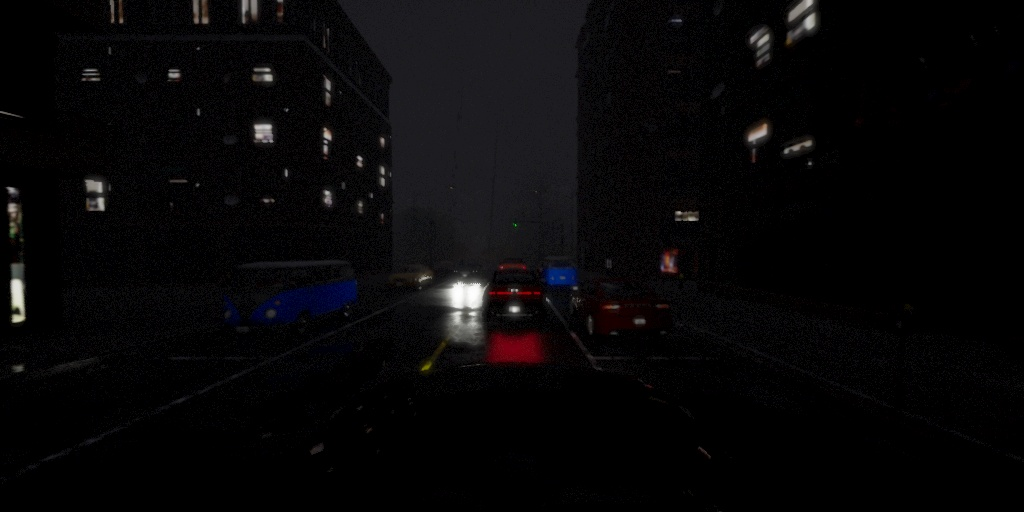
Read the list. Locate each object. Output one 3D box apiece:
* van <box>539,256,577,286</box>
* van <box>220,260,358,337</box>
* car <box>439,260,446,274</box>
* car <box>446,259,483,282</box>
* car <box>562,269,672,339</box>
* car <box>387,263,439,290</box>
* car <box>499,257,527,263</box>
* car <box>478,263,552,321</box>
[{"bbox_3d":[2.687,0.899,20.779,1.690,1.789,3.998,0,0,0],"label":"van"},{"bbox_3d":[-5.692,1.011,9.681,1.690,1.789,3.998,0,0,0],"label":"van"},{"bbox_3d":[-5.792,1.028,31.771,1.802,1.307,4.207,0,0,0],"label":"car"},{"bbox_3d":[-3.091,0.997,25.975,2.128,1.511,4.902,0,0,0],"label":"car"},{"bbox_3d":[2.688,1.215,9.731,1.888,1.381,4.507,0,0,0],"label":"car"},{"bbox_3d":[-5.694,1.084,20.559,1.751,1.417,4.829,0,0,0],"label":"car"},{"bbox_3d":[0.077,0.847,27.091,2.097,1.767,4.553,0,1,0],"label":"car"},{"bbox_3d":[0.078,1.152,11.990,1.837,1.490,4.892,0,1,0],"label":"car"}]
